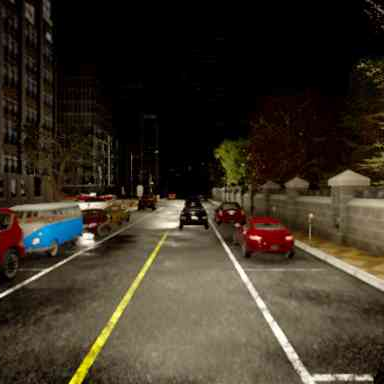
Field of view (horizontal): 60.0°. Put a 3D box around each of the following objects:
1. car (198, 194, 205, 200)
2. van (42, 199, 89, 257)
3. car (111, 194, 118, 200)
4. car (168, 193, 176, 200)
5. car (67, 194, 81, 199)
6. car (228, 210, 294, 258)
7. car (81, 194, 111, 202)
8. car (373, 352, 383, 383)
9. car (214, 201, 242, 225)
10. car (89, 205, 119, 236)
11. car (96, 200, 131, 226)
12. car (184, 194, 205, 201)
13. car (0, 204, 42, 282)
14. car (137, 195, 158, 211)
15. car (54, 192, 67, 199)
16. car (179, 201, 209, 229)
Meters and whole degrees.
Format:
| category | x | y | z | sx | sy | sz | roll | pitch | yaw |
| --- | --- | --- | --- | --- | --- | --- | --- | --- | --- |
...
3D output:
| category | x | y | z | sx | sy | sz | roll | pitch | yaw |
| --- | --- | --- | --- | --- | --- | --- | --- | --- | --- |
| car | 2.603 | 1.339 | 94.826 | 1.967 | 1.590 | 4.097 | 0 | 0 | 0 |
| van | -5.455 | 1.332 | 12.534 | 1.690 | 1.788 | 3.998 | 0 | 0 | 0 |
| car | -17.588 | 1.181 | 69.468 | 4.097 | 1.590 | 1.967 | 1 | -1 | 1 |
| car | -5.280 | 1.223 | 89.292 | 2.192 | 1.841 | 5.009 | 0 | 0 | 0 |
| car | -23.114 | 1.115 | 69.582 | 4.097 | 1.590 | 1.967 | 1 | -1 | 1 |
| car | 2.570 | 1.573 | 12.440 | 1.802 | 1.307 | 4.206 | 0 | 0 | 0 |
| car | -17.737 | 1.330 | 61.588 | 4.206 | 1.307 | 1.802 | 1 | -1 | 1 |
| car | 2.566 | 1.565 | 1.340 | 1.947 | 1.339 | 4.313 | 0 | 0 | 0 |
| car | 2.574 | 1.421 | 23.540 | 1.967 | 1.590 | 4.097 | 0 | 0 | 0 |
| car | -5.453 | 1.568 | 18.075 | 1.802 | 1.307 | 4.206 | 0 | 0 | 0 |
| car | -5.450 | 1.506 | 23.446 | 1.752 | 1.417 | 4.829 | 0 | 0 | 0 |
| car | 0.116 | 1.317 | 40.037 | 2.097 | 1.767 | 4.553 | 0 | 0 | 0 |
| car | -5.457 | 1.310 | 6.993 | 2.192 | 1.841 | 5.009 | 0 | 0 | 0 |
| car | -5.299 | 1.280 | 40.238 | 2.192 | 1.841 | 5.009 | 0 | 0 | 0 |
| car | -28.638 | 0.924 | 69.697 | 5.009 | 1.841 | 2.192 | 1 | -1 | 1 |
| car | 0.108 | 1.530 | 21.674 | 2.033 | 1.411 | 5.357 | 0 | 0 | 0 |
